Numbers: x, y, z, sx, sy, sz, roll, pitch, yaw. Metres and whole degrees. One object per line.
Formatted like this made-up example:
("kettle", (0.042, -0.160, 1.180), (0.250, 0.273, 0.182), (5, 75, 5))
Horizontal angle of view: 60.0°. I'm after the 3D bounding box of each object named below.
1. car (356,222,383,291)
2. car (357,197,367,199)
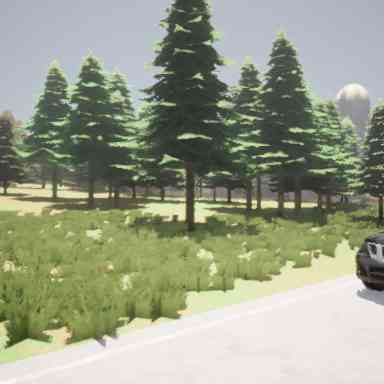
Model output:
("car", (6.270, 1.274, 8.018), (5.566, 2.045, 2.150), (1, 0, -35))
("car", (33.234, 1.689, 65.185), (3.988, 1.617, 1.851), (0, 0, -36))
